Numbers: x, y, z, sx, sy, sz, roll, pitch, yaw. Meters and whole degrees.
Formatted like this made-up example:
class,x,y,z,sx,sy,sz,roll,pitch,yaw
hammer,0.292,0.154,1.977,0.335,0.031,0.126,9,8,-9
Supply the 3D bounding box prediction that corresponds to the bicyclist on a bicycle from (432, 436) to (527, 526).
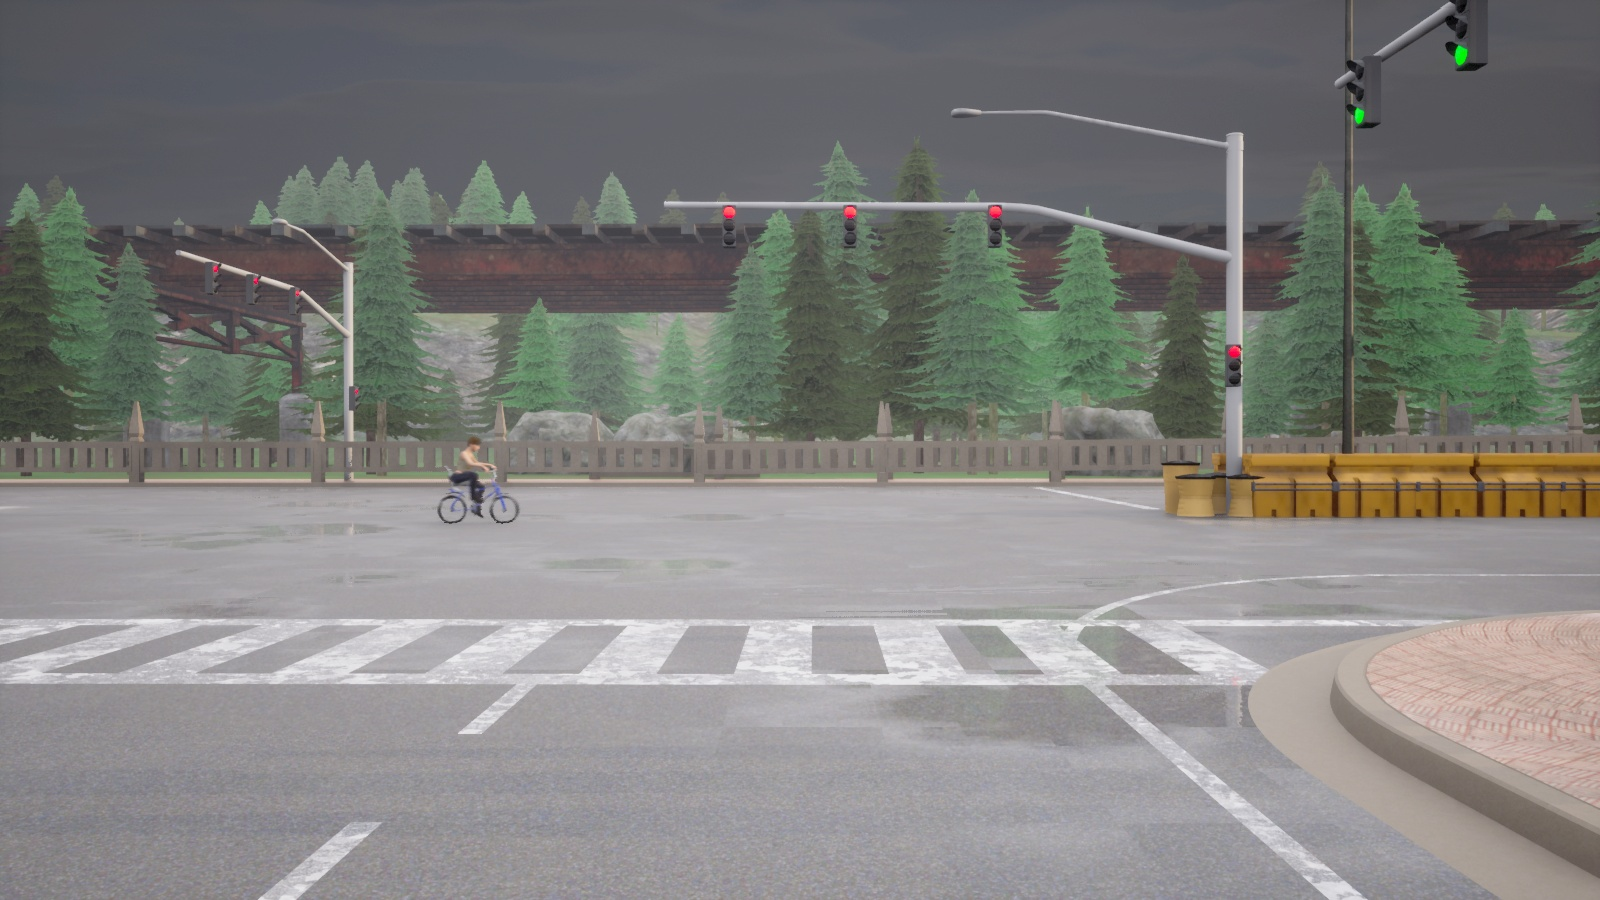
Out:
class,x,y,z,sx,sy,sz,roll,pitch,yaw
bicyclist on a bicycle,-5.851,0.548,22.998,1.509,1.612,0.866,0,0,0
